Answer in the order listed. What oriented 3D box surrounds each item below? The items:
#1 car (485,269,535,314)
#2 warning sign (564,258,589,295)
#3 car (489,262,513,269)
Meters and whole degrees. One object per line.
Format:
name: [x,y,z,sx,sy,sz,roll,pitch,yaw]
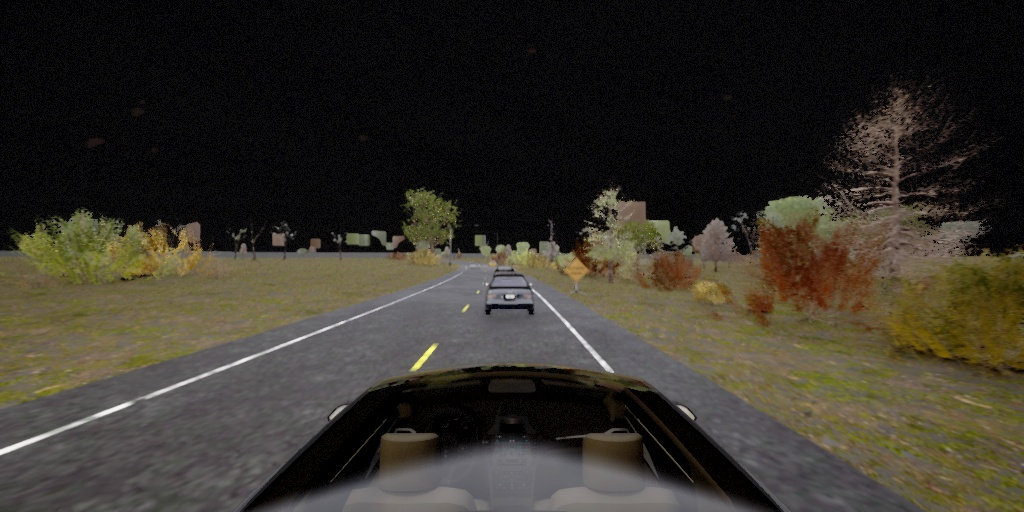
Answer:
car: [-0.117,1.419,14.437,2.033,1.411,5.357,0,-1,-1]
warning sign: [3.333,1.024,18.636,1.300,1.860,1.060,0,0,-2]
car: [-0.641,1.507,30.461,2.128,1.511,4.902,0,0,-2]
